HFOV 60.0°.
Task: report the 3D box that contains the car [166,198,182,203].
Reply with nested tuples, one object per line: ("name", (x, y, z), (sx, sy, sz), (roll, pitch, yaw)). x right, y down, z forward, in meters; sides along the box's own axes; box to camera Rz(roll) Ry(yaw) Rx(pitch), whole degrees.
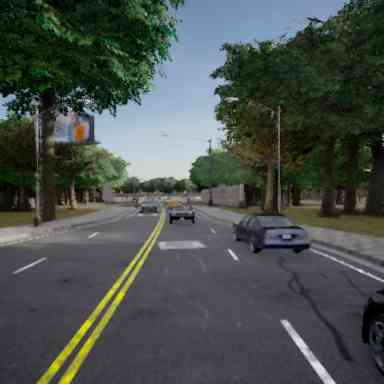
("car", (-2.357, 1.596, 47.154), (1.882, 1.535, 5.008), (0, 0, -6))

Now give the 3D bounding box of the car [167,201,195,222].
("car", (-0.842, 1.643, 26.149), (1.895, 1.301, 4.718), (0, 0, -3))

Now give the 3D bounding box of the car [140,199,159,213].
("car", (-4.824, 1.633, 37.859), (1.837, 1.490, 4.892), (0, 0, -5))

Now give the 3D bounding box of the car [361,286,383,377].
("car", (3.253, 1.423, 2.526), (2.033, 1.649, 4.856), (0, 0, 0))

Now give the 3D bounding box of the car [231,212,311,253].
("car", (2.983, 1.546, 13.641), (2.033, 1.411, 5.357), (0, 0, -5))
